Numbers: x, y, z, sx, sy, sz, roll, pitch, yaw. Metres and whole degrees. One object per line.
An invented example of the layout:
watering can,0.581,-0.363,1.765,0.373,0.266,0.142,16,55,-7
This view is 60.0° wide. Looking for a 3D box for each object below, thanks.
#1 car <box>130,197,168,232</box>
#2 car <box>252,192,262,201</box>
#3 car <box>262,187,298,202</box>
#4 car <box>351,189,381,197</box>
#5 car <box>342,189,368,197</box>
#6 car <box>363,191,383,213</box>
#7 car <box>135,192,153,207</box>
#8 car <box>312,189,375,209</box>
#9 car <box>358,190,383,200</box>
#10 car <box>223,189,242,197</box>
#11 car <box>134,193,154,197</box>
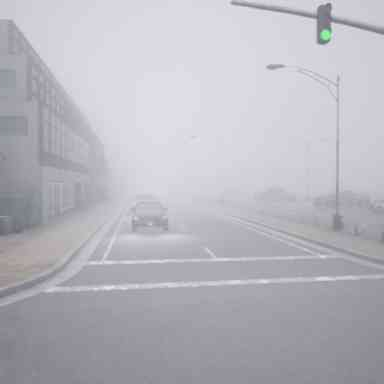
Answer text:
car,-2.382,1.233,18.358,1.812,1.442,4.674,0,1,-9
car,10.731,0.317,45.881,4.605,1.855,1.932,0,1,-9
car,11.603,0.350,43.079,3.866,1.878,1.905,0,1,-9
car,34.141,0.207,65.337,5.027,1.636,2.152,0,1,-9
car,33.587,0.158,68.425,4.514,1.523,2.007,0,1,-9
car,14.998,0.860,24.173,3.806,1.475,1.970,0,1,-9
car,-5.596,0.811,38.285,1.882,1.535,5.008,0,1,-9
car,13.651,0.663,30.453,5.027,1.636,2.152,0,1,-9
car,28.463,0.432,52.418,3.633,1.501,1.845,0,1,-9
car,7.891,0.249,64.249,3.633,1.501,1.845,0,1,-9
car,-3.965,0.875,28.144,2.097,1.767,4.553,0,1,-9
